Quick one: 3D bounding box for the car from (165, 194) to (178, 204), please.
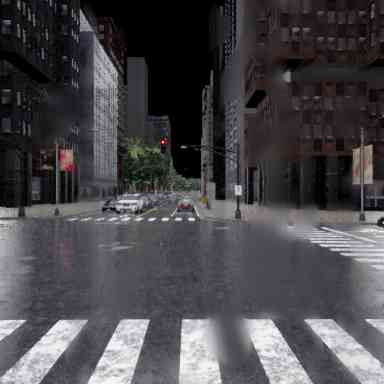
[{"bbox_3d":[-3.614,1.573,65.645,2.128,1.511,4.902,0,0,0],"label":"car"}]

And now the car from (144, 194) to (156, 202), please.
[{"bbox_3d":[-9.582,1.429,76.908,2.192,1.841,5.009,0,0,-1],"label":"car"}]

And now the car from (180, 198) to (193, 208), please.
[{"bbox_3d":[-0.809,1.623,49.851,1.802,1.307,4.206,0,0,-1],"label":"car"}]

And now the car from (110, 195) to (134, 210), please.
[{"bbox_3d":[-9.285,1.342,44.353,2.192,1.841,5.009,0,0,-1],"label":"car"}]

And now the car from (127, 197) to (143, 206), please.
[{"bbox_3d":[-9.382,1.579,55.034,1.752,1.417,4.829,0,0,-1],"label":"car"}]

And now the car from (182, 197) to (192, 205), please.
[{"bbox_3d":[-0.908,1.613,60.701,1.887,1.381,4.507,0,0,-1],"label":"car"}]

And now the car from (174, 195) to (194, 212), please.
[{"bbox_3d":[-0.710,1.455,39.002,1.967,1.590,4.097,0,0,-1],"label":"car"}]

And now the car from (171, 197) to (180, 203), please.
[{"bbox_3d":[-3.802,1.707,75.833,1.895,1.301,4.718,0,0,-1],"label":"car"}]

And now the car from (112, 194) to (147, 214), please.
[{"bbox_3d":[-6.540,1.229,35.565,2.150,2.045,5.566,0,0,-1],"label":"car"}]

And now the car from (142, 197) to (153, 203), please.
[{"bbox_3d":[-9.532,1.680,71.482,1.802,1.307,4.206,0,0,-1],"label":"car"}]

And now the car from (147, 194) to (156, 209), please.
[{"bbox_3d":[-6.626,1.382,45.590,2.097,1.767,4.553,0,0,0],"label":"car"}]

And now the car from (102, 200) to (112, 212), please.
[{"bbox_3d":[-9.235,1.580,38.927,1.947,1.339,4.313,0,0,-1],"label":"car"}]

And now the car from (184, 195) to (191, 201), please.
[{"bbox_3d":[-1.156,1.588,87.825,1.967,1.590,4.097,0,0,-1],"label":"car"}]

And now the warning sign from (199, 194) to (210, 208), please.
[{"bbox_3d":[1.567,1.139,42.694,1.300,1.860,1.060,0,0,-1],"label":"warning sign"}]

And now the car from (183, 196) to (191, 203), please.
[{"bbox_3d":[-1.009,1.624,71.721,1.752,1.417,4.829,0,0,-1],"label":"car"}]

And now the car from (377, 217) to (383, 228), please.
[{"bbox_3d":[14.096,1.791,20.986,4.181,1.385,1.994,1,0,0],"label":"car"}]

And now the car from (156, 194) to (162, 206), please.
[{"bbox_3d":[-6.708,1.408,55.791,2.097,1.767,4.553,0,0,0],"label":"car"}]
